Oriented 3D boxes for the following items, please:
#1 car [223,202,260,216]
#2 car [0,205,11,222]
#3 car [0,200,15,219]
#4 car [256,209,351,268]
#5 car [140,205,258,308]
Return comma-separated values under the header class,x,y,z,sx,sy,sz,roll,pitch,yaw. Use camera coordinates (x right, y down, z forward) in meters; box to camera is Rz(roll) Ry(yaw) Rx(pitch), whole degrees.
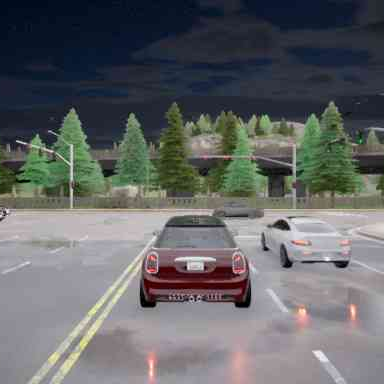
class,x,y,z,sx,sy,sz,roll,pitch,yaw
car,3.804,1.532,27.484,4.181,1.385,1.994,0,0,1
car,-15.818,1.470,23.937,4.674,1.442,1.812,0,0,8
car,-17.787,1.436,27.836,4.902,1.511,2.128,0,0,1
car,3.602,1.526,11.139,1.812,1.442,4.674,0,0,0
car,0.083,1.352,8.094,2.097,1.767,4.553,0,0,1
